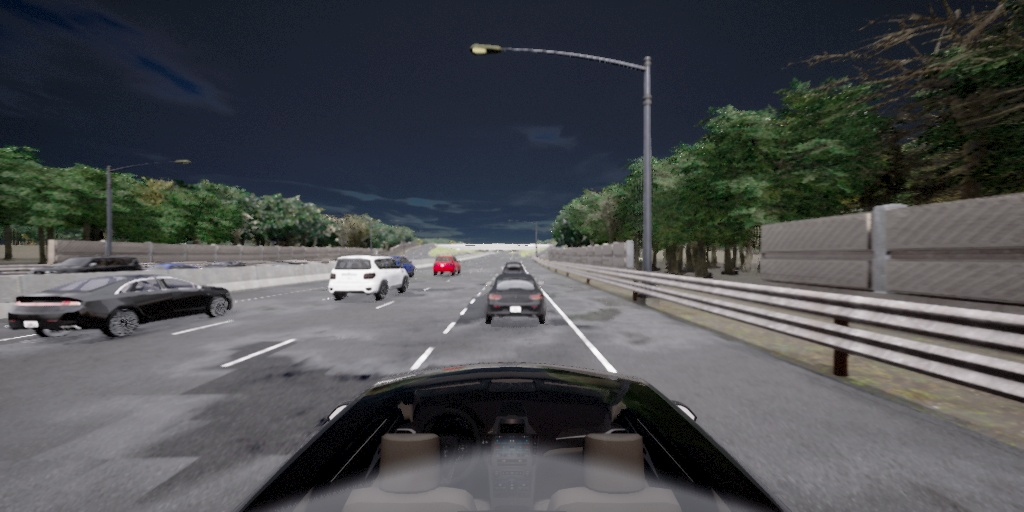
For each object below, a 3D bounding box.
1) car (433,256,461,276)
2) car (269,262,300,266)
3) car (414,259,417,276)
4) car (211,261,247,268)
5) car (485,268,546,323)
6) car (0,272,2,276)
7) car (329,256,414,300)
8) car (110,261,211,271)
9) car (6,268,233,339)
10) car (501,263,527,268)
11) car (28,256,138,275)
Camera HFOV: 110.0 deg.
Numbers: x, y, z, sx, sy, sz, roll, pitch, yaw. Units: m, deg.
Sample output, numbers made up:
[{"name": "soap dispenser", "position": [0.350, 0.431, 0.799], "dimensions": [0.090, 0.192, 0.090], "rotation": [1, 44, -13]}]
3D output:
[{"name": "car", "position": [-6.814, 1.023, 37.908], "dimensions": [2.150, 2.045, 5.566], "rotation": [0, 0, 0]}, {"name": "car", "position": [-21.036, 1.316, 32.800], "dimensions": [1.837, 1.490, 4.892], "rotation": [0, 0, 0]}, {"name": "car", "position": [-10.347, 1.020, 32.073], "dimensions": [2.150, 2.045, 5.566], "rotation": [0, 0, 0]}, {"name": "car", "position": [-31.489, 1.320, 39.392], "dimensions": [2.128, 1.511, 4.902], "rotation": [0, 0, 0]}, {"name": "car", "position": [0.100, 1.291, 12.104], "dimensions": [1.812, 1.442, 4.674], "rotation": [0, 0, 0]}, {"name": "car", "position": [-31.586, 1.285, 19.408], "dimensions": [1.882, 1.535, 5.008], "rotation": [0, 0, 0]}, {"name": "car", "position": [-6.889, 1.004, 17.852], "dimensions": [2.150, 2.045, 5.566], "rotation": [0, 0, 0]}, {"name": "car", "position": [-24.571, 1.284, 25.417], "dimensions": [1.882, 1.535, 5.008], "rotation": [0, 0, 0]}, {"name": "car", "position": [-10.400, 1.265, 10.181], "dimensions": [2.128, 1.511, 4.902], "rotation": [0, 0, 0]}, {"name": "car", "position": [0.147, 1.291, 30.508], "dimensions": [1.837, 1.490, 4.892], "rotation": [0, 0, 0]}, {"name": "car", "position": [-28.078, 1.030, 23.921], "dimensions": [2.150, 2.045, 5.566], "rotation": [0, 0, 0]}]
